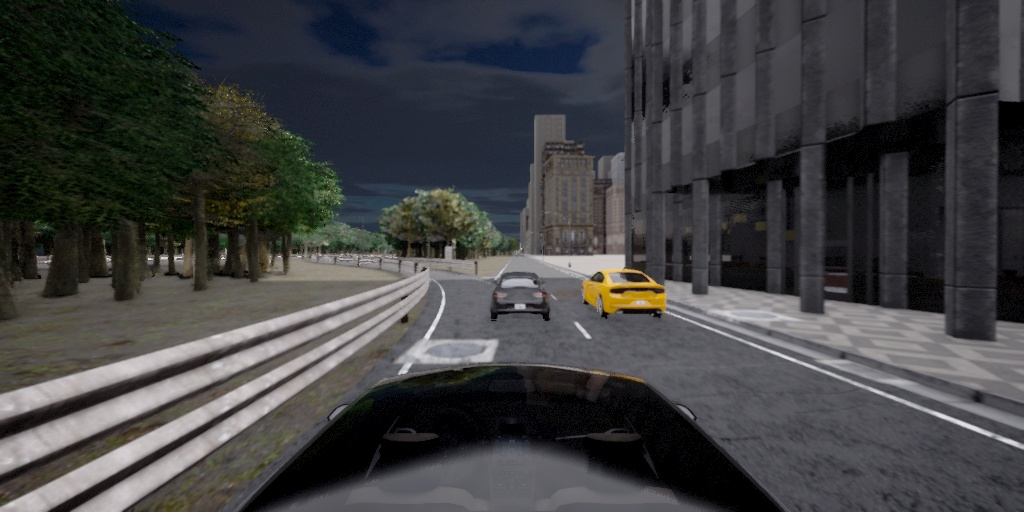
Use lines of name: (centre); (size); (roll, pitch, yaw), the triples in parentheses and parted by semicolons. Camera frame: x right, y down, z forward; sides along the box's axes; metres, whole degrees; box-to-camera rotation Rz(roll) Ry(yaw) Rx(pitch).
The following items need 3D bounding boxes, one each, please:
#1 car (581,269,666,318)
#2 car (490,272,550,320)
car: (3.771, 1.195, 12.897); (1.882, 1.535, 5.008); (0, 0, 1)
car: (0.260, 1.259, 12.431); (1.812, 1.442, 4.674); (0, 0, 1)
